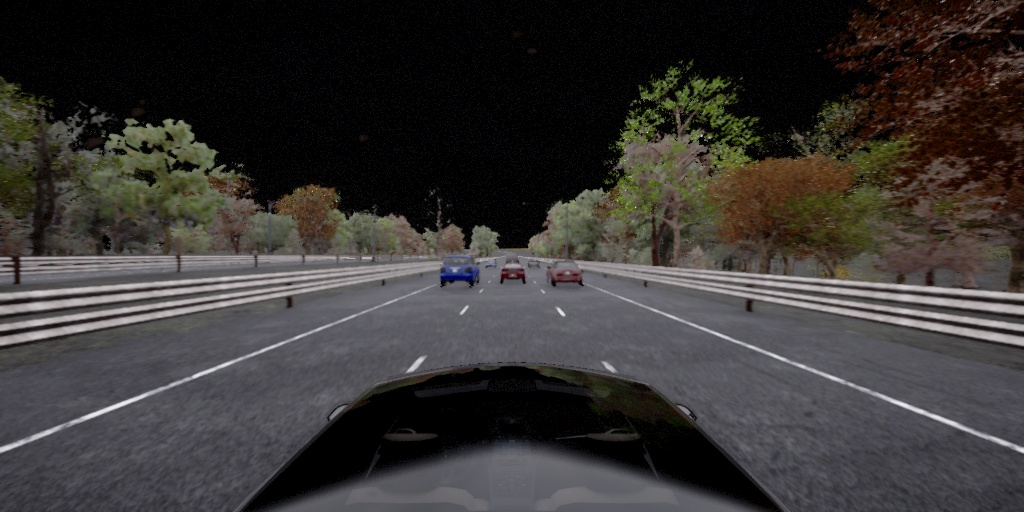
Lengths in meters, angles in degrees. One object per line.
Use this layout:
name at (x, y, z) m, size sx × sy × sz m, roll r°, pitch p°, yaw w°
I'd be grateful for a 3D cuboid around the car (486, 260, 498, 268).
car at (-3.429, 1.295, 60.482) m, size 2.033 × 1.411 × 5.357 m, roll 0°, pitch 0°, yaw 0°

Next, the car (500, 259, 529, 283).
car at (0.075, 1.226, 28.273) m, size 1.882 × 1.535 × 5.008 m, roll 0°, pitch 0°, yaw 0°

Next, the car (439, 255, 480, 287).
car at (-3.436, 0.972, 24.359) m, size 2.150 × 2.045 × 5.566 m, roll 0°, pitch 0°, yaw 0°

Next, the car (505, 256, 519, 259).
car at (0.072, 0.971, 59.504) m, size 2.150 × 2.045 × 5.566 m, roll 0°, pitch 0°, yaw 0°

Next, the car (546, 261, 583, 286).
car at (3.564, 1.100, 25.067) m, size 2.097 × 1.767 × 4.553 m, roll 0°, pitch 0°, yaw 0°

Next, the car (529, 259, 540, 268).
car at (3.570, 1.240, 60.108) m, size 2.128 × 1.511 × 4.902 m, roll 0°, pitch 0°, yaw 0°
